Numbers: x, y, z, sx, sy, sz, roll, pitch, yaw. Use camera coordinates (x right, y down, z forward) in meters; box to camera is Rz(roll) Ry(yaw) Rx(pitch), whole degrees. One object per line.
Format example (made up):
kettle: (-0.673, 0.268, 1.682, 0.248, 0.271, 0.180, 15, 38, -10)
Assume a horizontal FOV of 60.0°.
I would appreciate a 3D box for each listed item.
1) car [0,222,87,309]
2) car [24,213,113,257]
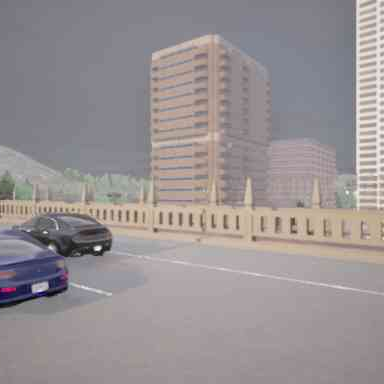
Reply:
car: (-4.573, 1.527, 7.255, 4.674, 1.442, 1.812, 0, 0, 35)
car: (-4.912, 1.507, 11.796, 4.892, 1.490, 1.837, 0, 0, 36)
